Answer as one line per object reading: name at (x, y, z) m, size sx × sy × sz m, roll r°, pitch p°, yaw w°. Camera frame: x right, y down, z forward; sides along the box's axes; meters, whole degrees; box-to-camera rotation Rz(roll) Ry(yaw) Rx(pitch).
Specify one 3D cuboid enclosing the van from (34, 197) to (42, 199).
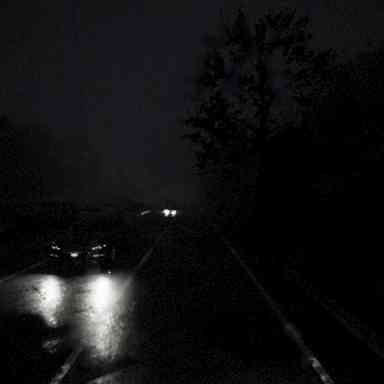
van at (-23.490, 1.738, 45.531) m, size 4.442 × 1.987 × 1.878 m, roll 0°, pitch -1°, yaw 0°

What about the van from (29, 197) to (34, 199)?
van at (-23.258, 1.699, 42.760) m, size 4.442 × 1.987 × 1.878 m, roll 0°, pitch -1°, yaw 0°

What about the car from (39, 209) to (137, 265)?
car at (-3.354, 1.557, 11.903) m, size 1.837 × 1.490 × 4.892 m, roll 0°, pitch 0°, yaw 0°

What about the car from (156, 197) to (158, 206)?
car at (-10.465, 2.443, 70.418) m, size 5.366 × 1.575 × 1.946 m, roll 0°, pitch -1°, yaw 0°

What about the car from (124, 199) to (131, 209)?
car at (-10.267, 1.916, 39.895) m, size 4.792 × 1.488 × 2.163 m, roll 0°, pitch -1°, yaw 0°

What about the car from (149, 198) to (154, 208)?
car at (-10.100, 2.191, 59.195) m, size 5.366 × 1.575 × 1.946 m, roll 0°, pitch -1°, yaw 0°

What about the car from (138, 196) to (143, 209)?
car at (-10.322, 1.918, 50.999) m, size 4.553 × 1.767 × 2.185 m, roll 0°, pitch -1°, yaw 0°

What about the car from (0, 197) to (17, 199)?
car at (-23.350, 1.596, 37.222) m, size 5.566 × 2.045 × 2.435 m, roll 0°, pitch -1°, yaw 0°

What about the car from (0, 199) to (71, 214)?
car at (-10.276, 1.490, 20.466) m, size 4.553 × 1.767 × 2.185 m, roll 0°, pitch -1°, yaw 0°

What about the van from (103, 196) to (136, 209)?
van at (-10.410, 1.738, 45.451) m, size 4.442 × 1.987 × 1.878 m, roll 0°, pitch -1°, yaw 0°

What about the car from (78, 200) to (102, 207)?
car at (-23.327, 2.600, 75.982) m, size 4.792 × 1.488 × 2.163 m, roll 0°, pitch -1°, yaw 0°

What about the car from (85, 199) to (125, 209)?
car at (-10.114, 1.806, 34.343) m, size 5.366 × 1.575 × 1.946 m, roll 0°, pitch -1°, yaw 0°

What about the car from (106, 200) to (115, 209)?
car at (-10.307, 1.771, 31.568) m, size 4.892 × 1.521 × 2.231 m, roll 0°, pitch -1°, yaw 0°

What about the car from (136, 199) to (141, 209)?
car at (-10.321, 2.032, 48.223) m, size 4.792 × 1.488 × 2.163 m, roll 0°, pitch -1°, yaw 0°

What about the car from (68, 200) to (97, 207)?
car at (-23.174, 2.442, 70.444) m, size 5.366 × 1.575 × 1.946 m, roll 0°, pitch -1°, yaw 0°

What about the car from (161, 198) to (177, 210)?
car at (-3.402, 2.101, 53.897) m, size 2.128 × 1.511 × 4.902 m, roll 0°, pitch -1°, yaw 0°

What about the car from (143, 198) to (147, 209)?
car at (-10.283, 2.090, 53.776) m, size 4.892 × 1.521 × 2.231 m, roll 0°, pitch -1°, yaw 0°

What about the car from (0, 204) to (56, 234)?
car at (-10.303, 1.577, 17.688) m, size 5.008 × 1.535 × 2.097 m, roll 0°, pitch -1°, yaw 0°

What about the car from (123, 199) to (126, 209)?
car at (-10.269, 1.877, 37.119) m, size 4.792 × 1.488 × 2.163 m, roll 0°, pitch -1°, yaw 0°

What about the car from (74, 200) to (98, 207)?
car at (-23.355, 2.548, 73.212) m, size 4.674 × 1.452 × 2.002 m, roll 0°, pitch -1°, yaw 0°

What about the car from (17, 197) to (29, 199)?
car at (-23.348, 1.635, 39.992) m, size 5.566 × 2.045 × 2.435 m, roll 0°, pitch -1°, yaw 0°

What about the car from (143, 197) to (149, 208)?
car at (-10.473, 2.137, 56.543) m, size 5.366 × 1.575 × 1.946 m, roll 0°, pitch -1°, yaw 0°

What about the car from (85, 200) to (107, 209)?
car at (-10.296, 1.733, 28.792) m, size 4.892 × 1.521 × 2.231 m, roll 0°, pitch -1°, yaw 0°

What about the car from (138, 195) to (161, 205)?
car at (-10.306, 2.258, 73.199) m, size 5.566 × 2.045 × 2.435 m, roll 0°, pitch -1°, yaw 0°

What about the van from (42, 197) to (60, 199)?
van at (-23.262, 1.818, 51.086) m, size 4.442 × 1.987 × 1.878 m, roll 0°, pitch -1°, yaw 0°

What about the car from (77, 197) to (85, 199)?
car at (-23.391, 2.068, 64.911) m, size 5.566 × 2.045 × 2.435 m, roll 0°, pitch -1°, yaw 0°

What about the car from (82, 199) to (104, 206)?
car at (-23.386, 2.505, 78.630) m, size 4.553 × 1.767 × 2.185 m, roll 0°, pitch -1°, yaw 0°

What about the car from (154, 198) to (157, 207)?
car at (-10.097, 2.317, 64.867) m, size 5.366 × 1.575 × 1.946 m, roll 0°, pitch -1°, yaw 0°

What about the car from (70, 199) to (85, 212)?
car at (-10.274, 1.529, 23.242) m, size 4.553 × 1.767 × 2.185 m, roll 0°, pitch -1°, yaw 0°

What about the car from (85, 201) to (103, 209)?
car at (-10.119, 1.690, 26.016) m, size 5.366 × 1.575 × 1.946 m, roll 0°, pitch -1°, yaw 0°

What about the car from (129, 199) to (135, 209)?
car at (-10.266, 1.955, 42.671) m, size 4.792 × 1.488 × 2.163 m, roll 0°, pitch -1°, yaw 0°

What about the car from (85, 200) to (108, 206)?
car at (-23.348, 2.693, 81.398) m, size 5.008 × 1.535 × 2.097 m, roll 0°, pitch -1°, yaw 0°

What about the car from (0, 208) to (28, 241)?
car at (-10.313, 1.578, 14.912) m, size 4.674 × 1.452 × 2.002 m, roll 0°, pitch -1°, yaw 0°

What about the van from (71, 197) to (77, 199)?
van at (-23.482, 1.968, 59.248) m, size 4.442 × 1.987 × 1.878 m, roll 0°, pitch -1°, yaw 0°

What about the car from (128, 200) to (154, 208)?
car at (-10.287, 2.384, 67.642) m, size 4.892 × 1.521 × 2.231 m, roll 0°, pitch -1°, yaw 0°
